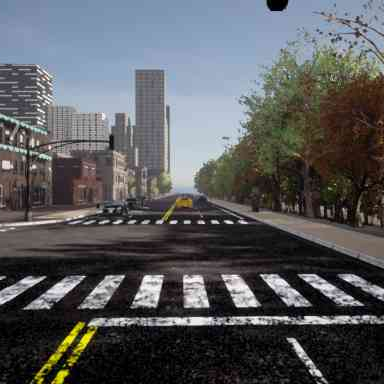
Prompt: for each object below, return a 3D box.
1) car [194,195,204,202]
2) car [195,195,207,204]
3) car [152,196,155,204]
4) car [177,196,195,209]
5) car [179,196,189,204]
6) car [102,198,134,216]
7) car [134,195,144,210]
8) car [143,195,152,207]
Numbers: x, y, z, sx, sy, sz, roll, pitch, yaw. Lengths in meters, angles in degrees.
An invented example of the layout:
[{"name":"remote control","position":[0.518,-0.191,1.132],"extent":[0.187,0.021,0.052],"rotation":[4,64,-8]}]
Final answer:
[{"name":"car","position":[1.490,1.471,73.008],"extent":[1.837,1.490,4.892],"rotation":[0,0,-1]},{"name":"car","position":[1.835,1.454,62.902],"extent":[1.882,1.535,5.008],"rotation":[0,0,-1]},{"name":"car","position":[-8.041,1.468,61.980],"extent":[2.128,1.511,4.902],"rotation":[0,0,-1]},{"name":"car","position":[-0.988,1.462,45.277],"extent":[1.882,1.535,5.008],"rotation":[0,0,-1]},{"name":"car","position":[-1.566,1.538,66.443],"extent":[1.994,1.385,4.181],"rotation":[0,0,-1]},{"name":"car","position":[-7.375,1.481,32.464],"extent":[2.128,1.511,4.902],"rotation":[0,0,-1]},{"name":"car","position":[-7.600,1.490,42.023],"extent":[1.837,1.490,4.892],"rotation":[0,0,-1]},{"name":"car","position":[-7.834,1.333,51.717],"extent":[2.097,1.767,4.553],"rotation":[0,0,-1]}]
